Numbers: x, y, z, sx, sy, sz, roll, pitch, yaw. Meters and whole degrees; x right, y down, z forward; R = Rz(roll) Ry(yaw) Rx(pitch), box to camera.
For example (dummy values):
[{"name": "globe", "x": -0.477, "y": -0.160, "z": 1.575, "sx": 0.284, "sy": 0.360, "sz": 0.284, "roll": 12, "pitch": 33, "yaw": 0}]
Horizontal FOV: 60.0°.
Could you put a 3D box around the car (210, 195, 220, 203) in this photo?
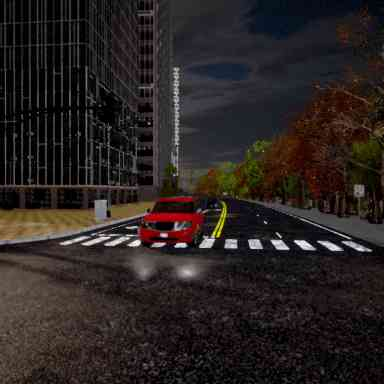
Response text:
[{"name": "car", "x": 4.575, "y": 1.351, "z": 64.861, "sx": 1.882, "sy": 1.535, "sz": 5.008, "roll": 0, "pitch": 0, "yaw": 4}]

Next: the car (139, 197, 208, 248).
[{"name": "car", "x": -0.695, "y": 1.251, "z": 15.149, "sx": 2.150, "sy": 2.045, "sz": 5.566, "roll": 0, "pitch": 0, "yaw": 8}]

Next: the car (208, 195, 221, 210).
[{"name": "car", "x": 2.692, "y": 1.530, "z": 44.090, "sx": 1.837, "sy": 1.490, "sz": 4.892, "roll": 0, "pitch": 0, "yaw": 6}]
